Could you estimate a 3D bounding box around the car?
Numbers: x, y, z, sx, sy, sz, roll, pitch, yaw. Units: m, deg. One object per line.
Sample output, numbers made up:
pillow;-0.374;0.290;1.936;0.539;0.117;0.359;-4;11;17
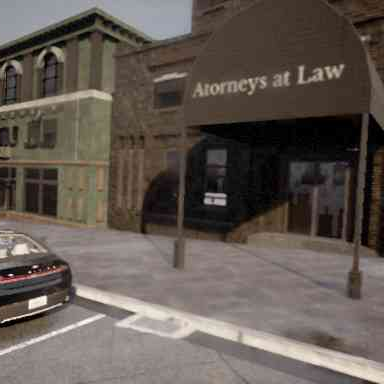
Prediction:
car;-4.418;1.492;6.694;4.892;1.521;2.231;0;0;36
